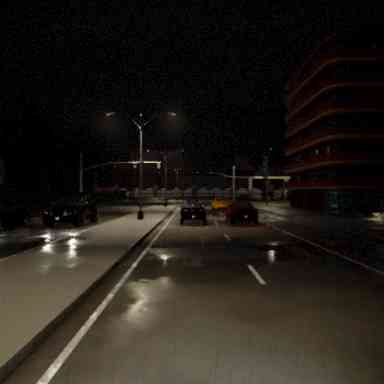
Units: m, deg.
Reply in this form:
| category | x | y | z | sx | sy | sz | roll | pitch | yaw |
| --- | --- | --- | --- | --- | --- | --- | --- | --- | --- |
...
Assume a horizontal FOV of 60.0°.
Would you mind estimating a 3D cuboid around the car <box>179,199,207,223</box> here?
| category | x | y | z | sx | sy | sz | roll | pitch | yaw |
| --- | --- | --- | --- | --- | --- | --- | --- | --- | --- |
| car | 0.085 | 1.498 | 25.248 | 2.128 | 1.511 | 4.902 | 0 | 0 | 0 |

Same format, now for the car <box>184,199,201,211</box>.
| category | x | y | z | sx | sy | sz | roll | pitch | yaw |
| --- | --- | --- | --- | --- | --- | --- | --- | --- | --- |
| car | 0.071 | 1.574 | 42.201 | 1.994 | 1.385 | 4.181 | 0 | 0 | 0 |

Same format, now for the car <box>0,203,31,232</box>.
| category | x | y | z | sx | sy | sz | roll | pitch | yaw |
| --- | --- | --- | --- | --- | --- | --- | --- | --- | --- |
| car | -11.611 | 1.482 | 20.080 | 1.882 | 1.535 | 5.008 | 0 | 0 | 0 |

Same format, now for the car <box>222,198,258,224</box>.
| category | x | y | z | sx | sy | sz | roll | pitch | yaw |
| --- | --- | --- | --- | --- | --- | --- | --- | --- | --- |
| car | 3.585 | 1.483 | 24.556 | 1.882 | 1.535 | 5.008 | 0 | 0 | 0 |

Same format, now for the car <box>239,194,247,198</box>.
| category | x | y | z | sx | sy | sz | roll | pitch | yaw |
| --- | --- | --- | --- | --- | --- | --- | --- | --- | --- |
| car | 13.158 | 1.315 | 84.599 | 2.242 | 1.667 | 4.611 | 0 | 0 | 0 |

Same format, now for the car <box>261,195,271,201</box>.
| category | x | y | z | sx | sy | sz | roll | pitch | yaw |
| --- | --- | --- | --- | --- | --- | --- | --- | --- | --- |
| car | 18.902 | 1.476 | 85.365 | 1.970 | 1.475 | 3.806 | 0 | 0 | 0 |

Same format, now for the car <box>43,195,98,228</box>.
| category | x | y | z | sx | sy | sz | roll | pitch | yaw |
| --- | --- | --- | --- | --- | --- | --- | --- | --- | --- |
| car | -8.113 | 1.226 | 22.789 | 2.150 | 2.045 | 5.566 | 0 | 0 | 0 |

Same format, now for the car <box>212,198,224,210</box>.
| category | x | y | z | sx | sy | sz | roll | pitch | yaw |
| --- | --- | --- | --- | --- | --- | --- | --- | --- | --- |
| car | 3.575 | 1.488 | 42.631 | 1.882 | 1.535 | 5.008 | 0 | 0 | 0 |
